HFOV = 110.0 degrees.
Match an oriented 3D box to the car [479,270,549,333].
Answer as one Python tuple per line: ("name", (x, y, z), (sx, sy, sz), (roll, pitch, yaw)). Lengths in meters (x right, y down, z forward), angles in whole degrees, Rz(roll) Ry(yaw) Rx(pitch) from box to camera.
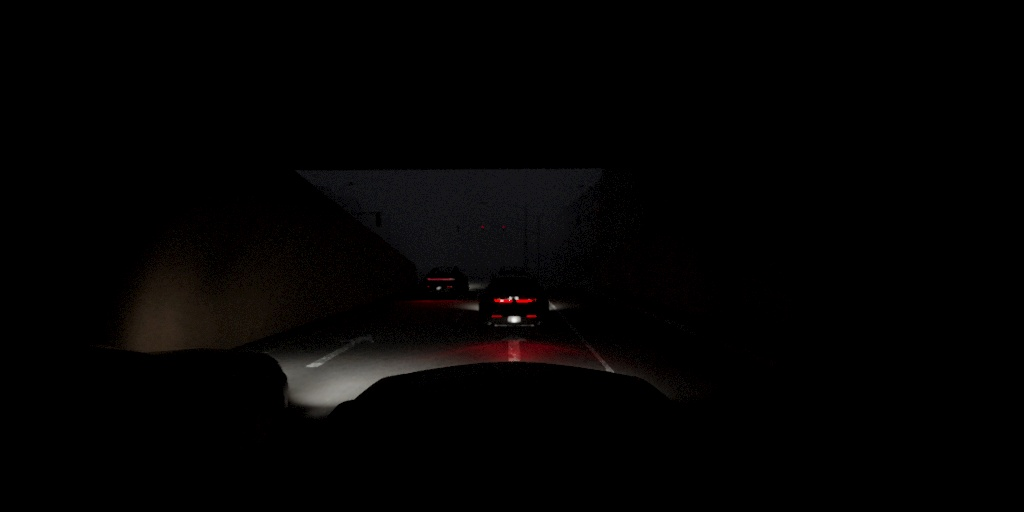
("car", (0.046, 1.302, 10.951), (1.837, 1.490, 4.892), (0, -1, 0))

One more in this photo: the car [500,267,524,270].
("car", (0.003, 1.356, 20.355), (1.837, 1.490, 4.892), (0, 0, 0))

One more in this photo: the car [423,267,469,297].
("car", (-3.493, 1.338, 19.499), (2.128, 1.511, 4.902), (0, 0, 0))

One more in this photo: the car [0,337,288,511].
("car", (-3.445, 1.257, 2.081), (1.837, 1.490, 4.892), (0, 0, 0))
